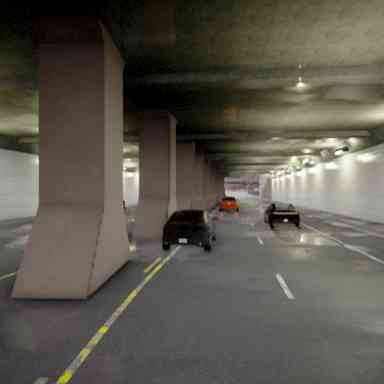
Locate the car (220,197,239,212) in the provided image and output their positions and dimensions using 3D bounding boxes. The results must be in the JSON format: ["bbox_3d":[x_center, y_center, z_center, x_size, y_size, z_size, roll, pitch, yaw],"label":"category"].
[{"bbox_3d":[4.389,1.317,38.713,2.097,1.767,4.553,0,0,9],"label":"car"}]

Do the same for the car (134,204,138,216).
[{"bbox_3d":[-3.844,1.464,30.305,2.128,1.511,4.902,0,0,7],"label":"car"}]

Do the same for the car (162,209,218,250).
[{"bbox_3d":[-0.014,1.492,14.222,1.837,1.490,4.892,0,0,7],"label":"car"}]

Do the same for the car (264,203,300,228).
[{"bbox_3d":[5.883,1.471,22.071,2.128,1.511,4.902,0,0,7],"label":"car"}]

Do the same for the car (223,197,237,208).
[{"bbox_3d":[5.580,1.460,48.745,1.837,1.490,4.892,0,0,8],"label":"car"}]
